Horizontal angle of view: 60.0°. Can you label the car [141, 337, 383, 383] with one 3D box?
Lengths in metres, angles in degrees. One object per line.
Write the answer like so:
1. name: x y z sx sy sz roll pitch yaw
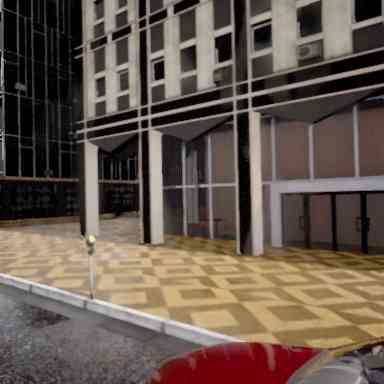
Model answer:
1. car: 1.441 1.580 1.861 4.206 1.307 1.802 -1 -1 36
